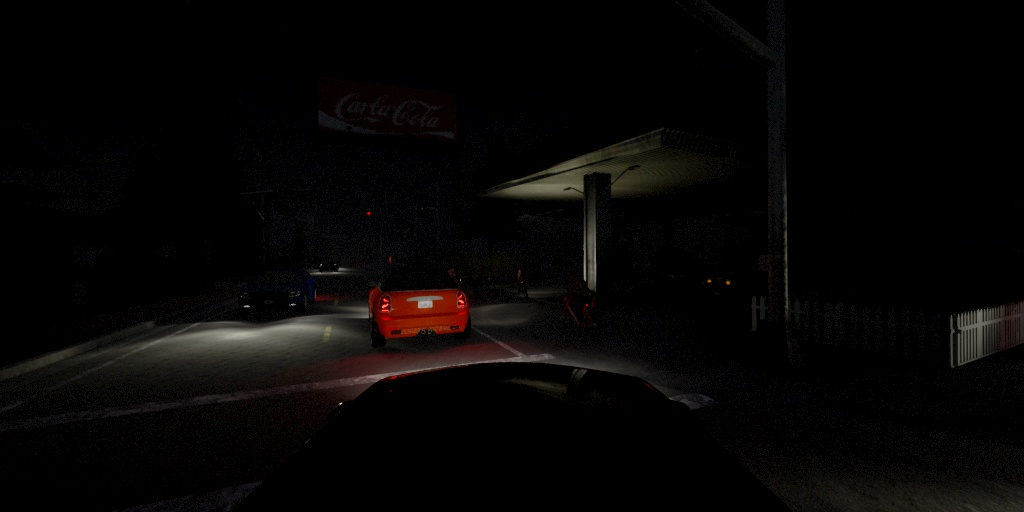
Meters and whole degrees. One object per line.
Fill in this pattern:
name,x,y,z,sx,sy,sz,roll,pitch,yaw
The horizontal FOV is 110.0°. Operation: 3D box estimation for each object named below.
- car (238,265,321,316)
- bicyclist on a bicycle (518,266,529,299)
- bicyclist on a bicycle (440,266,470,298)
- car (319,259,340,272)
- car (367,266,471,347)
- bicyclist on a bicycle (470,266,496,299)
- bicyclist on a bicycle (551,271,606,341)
car,-8.653,1.210,13.571,1.882,1.535,5.008,1,-1,-24
bicyclist on a bicycle,0.558,1.304,17.977,0.582,1.620,1.656,0,0,15
bicyclist on a bicycle,-2.838,1.280,16.435,1.656,1.620,0.582,1,0,36
car,-23.939,1.163,46.798,2.097,1.767,4.553,0,0,-24
car,-2.624,1.031,9.418,2.097,1.767,4.553,0,0,-23
bicyclist on a bicycle,-1.549,1.308,17.834,1.656,1.620,0.582,1,0,-22
bicyclist on a bicycle,1.595,1.191,8.781,0.582,1.620,1.656,3,-2,-43
